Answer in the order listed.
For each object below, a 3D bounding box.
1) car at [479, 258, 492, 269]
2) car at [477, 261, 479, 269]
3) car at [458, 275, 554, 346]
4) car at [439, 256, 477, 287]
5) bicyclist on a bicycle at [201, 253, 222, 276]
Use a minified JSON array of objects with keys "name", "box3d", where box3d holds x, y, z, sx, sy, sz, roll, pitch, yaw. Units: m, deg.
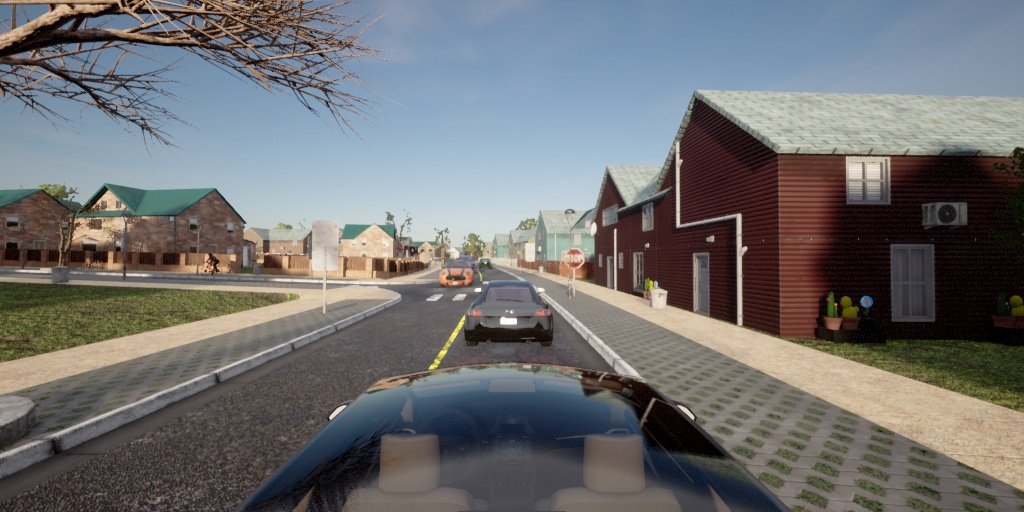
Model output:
[{"name":"car","box3d":[-4.451,1.107,57.198,2.097,1.767,4.553,0,0,-9]},{"name":"car","box3d":[-5.188,0.977,41.019,2.150,2.045,5.566,0,0,-7]},{"name":"car","box3d":[-0.064,1.316,9.388,1.994,1.385,4.181,0,0,0]},{"name":"car","box3d":[-3.684,1.103,24.550,2.097,1.767,4.553,0,0,-4]},{"name":"bicyclist on a bicycle","box3d":[-22.072,0.632,26.378,0.582,1.620,1.656,1,0,8]}]
